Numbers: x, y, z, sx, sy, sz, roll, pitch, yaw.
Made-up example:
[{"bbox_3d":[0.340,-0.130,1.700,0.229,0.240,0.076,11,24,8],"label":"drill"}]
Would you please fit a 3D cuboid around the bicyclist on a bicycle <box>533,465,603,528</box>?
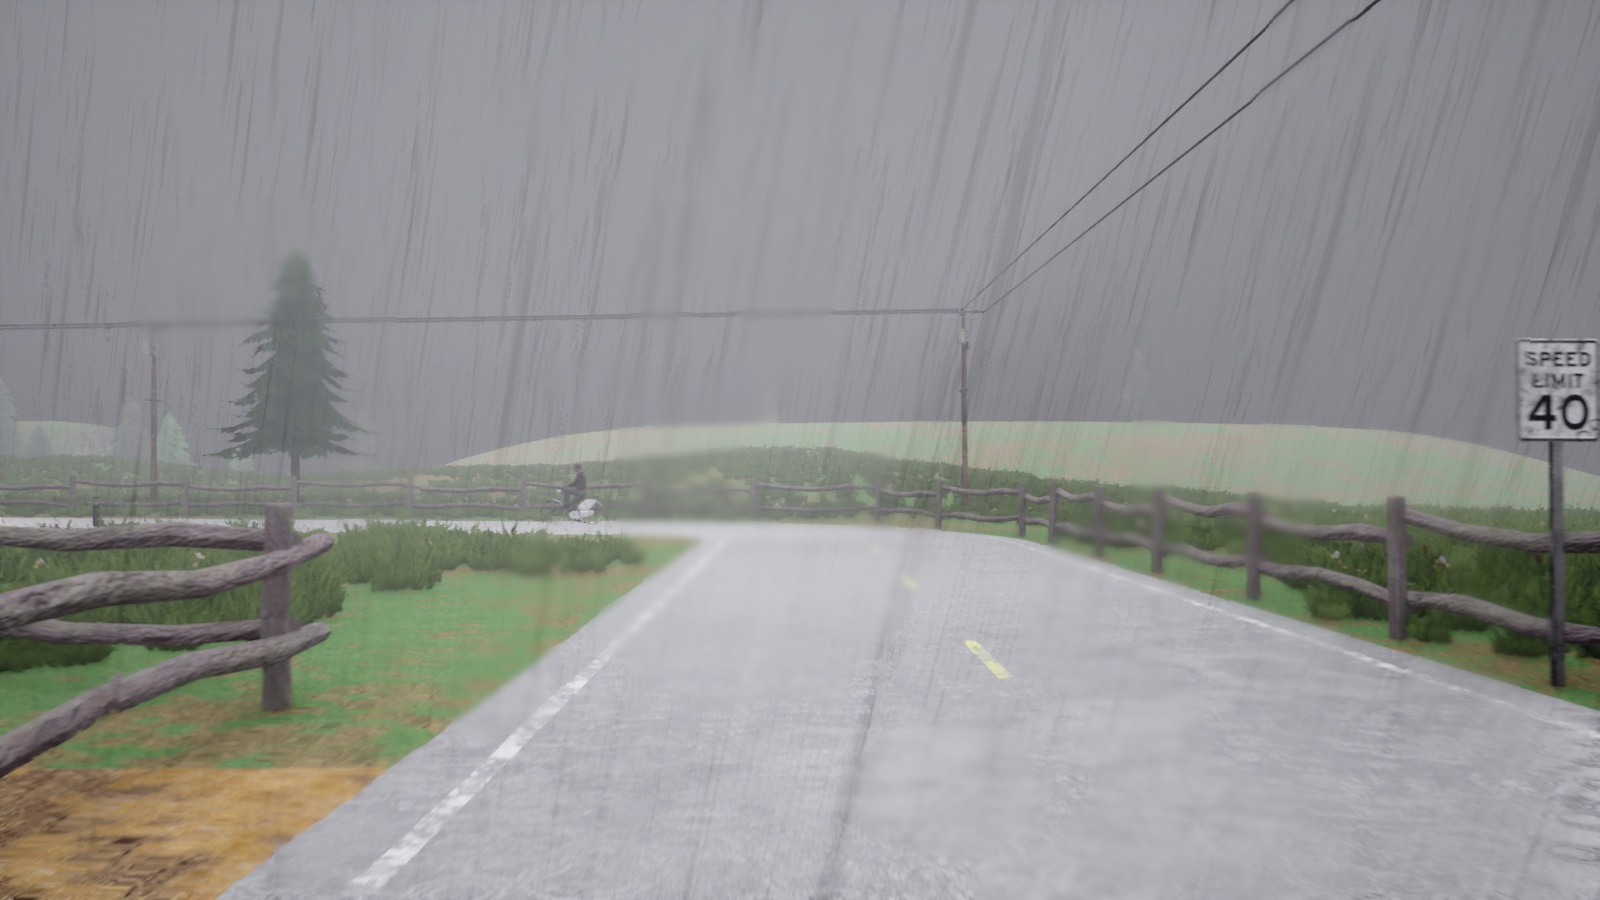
[{"bbox_3d":[-6.626,1.321,35.938,1.843,1.776,0.659,0,0,8],"label":"bicyclist on a bicycle"}]
